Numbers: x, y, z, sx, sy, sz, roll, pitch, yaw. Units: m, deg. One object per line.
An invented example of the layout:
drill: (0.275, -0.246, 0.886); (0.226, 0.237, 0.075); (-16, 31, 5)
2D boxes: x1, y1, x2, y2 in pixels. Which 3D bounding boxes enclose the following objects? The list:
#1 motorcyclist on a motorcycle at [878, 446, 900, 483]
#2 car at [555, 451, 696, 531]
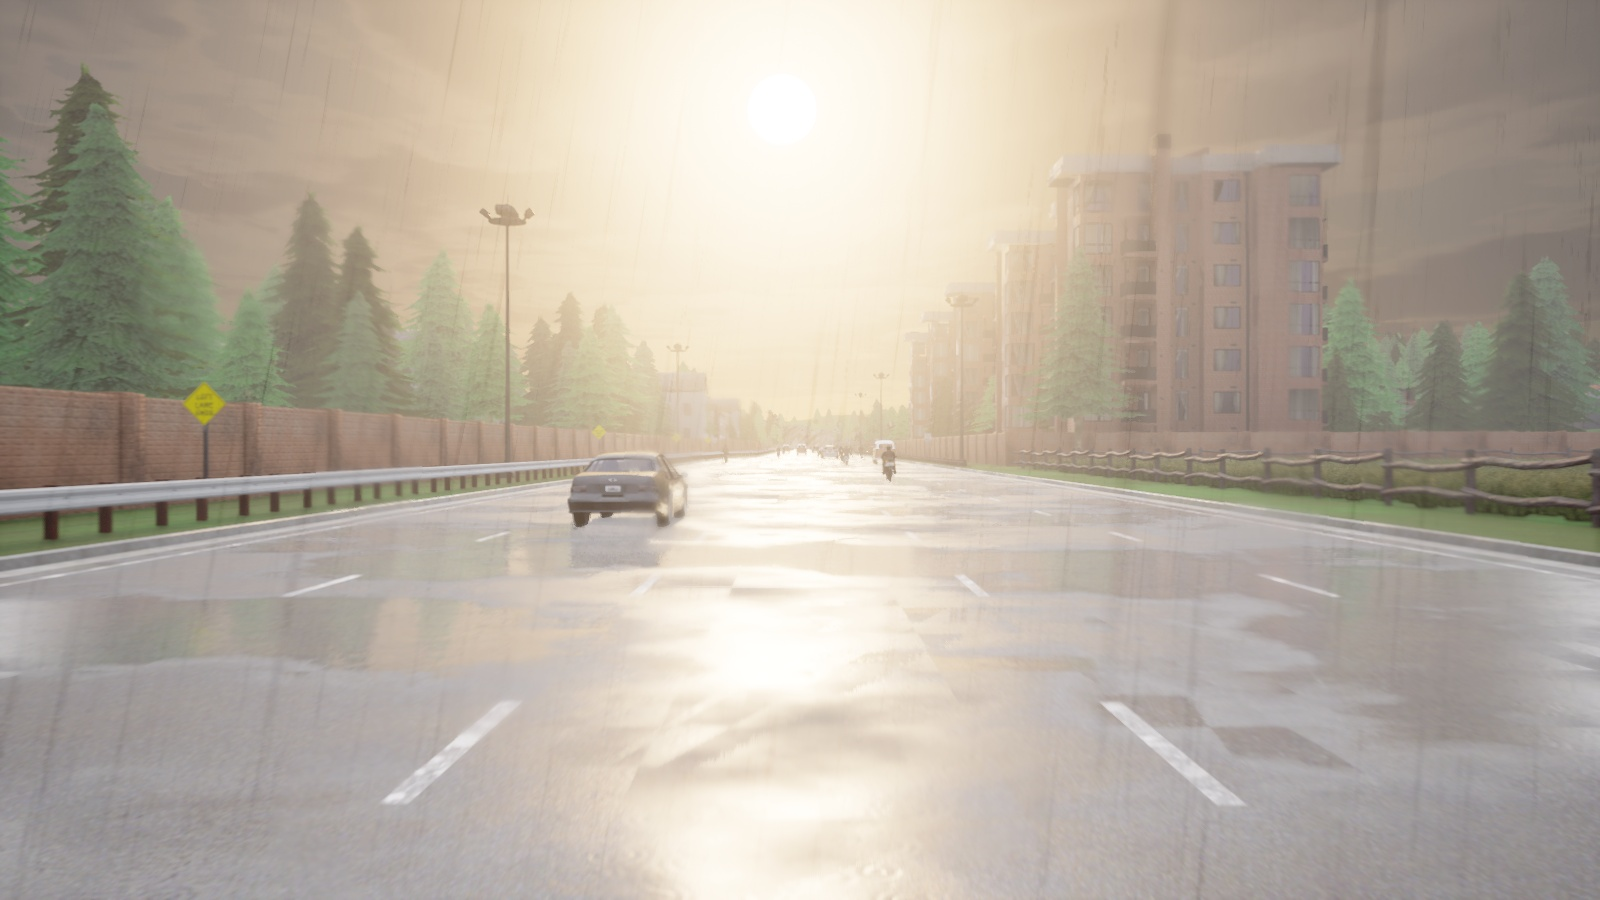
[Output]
motorcyclist on a motorcycle: (3.804, 0.595, 53.719); (0.797, 1.523, 2.044); (0, 1, 0)
car: (-3.340, 0.727, 25.111); (2.033, 1.411, 5.357); (0, 0, 0)
